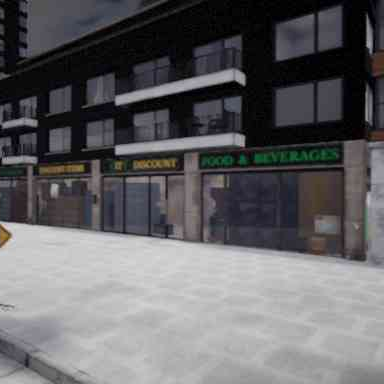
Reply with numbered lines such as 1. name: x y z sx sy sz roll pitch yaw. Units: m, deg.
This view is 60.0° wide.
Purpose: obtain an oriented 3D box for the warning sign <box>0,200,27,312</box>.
1. warning sign: -3.789 1.092 5.777 1.060 1.860 1.300 0 0 35
